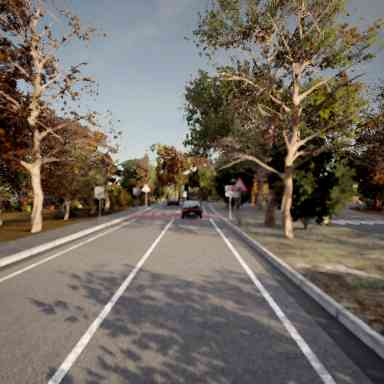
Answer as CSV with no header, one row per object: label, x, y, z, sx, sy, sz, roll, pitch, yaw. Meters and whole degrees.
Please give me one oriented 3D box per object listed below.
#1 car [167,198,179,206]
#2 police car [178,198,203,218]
car,-3.036,1.687,54.488,1.895,1.301,4.718,0,0,2
police car,0.010,1.437,31.508,1.930,1.638,5.238,0,5,0
